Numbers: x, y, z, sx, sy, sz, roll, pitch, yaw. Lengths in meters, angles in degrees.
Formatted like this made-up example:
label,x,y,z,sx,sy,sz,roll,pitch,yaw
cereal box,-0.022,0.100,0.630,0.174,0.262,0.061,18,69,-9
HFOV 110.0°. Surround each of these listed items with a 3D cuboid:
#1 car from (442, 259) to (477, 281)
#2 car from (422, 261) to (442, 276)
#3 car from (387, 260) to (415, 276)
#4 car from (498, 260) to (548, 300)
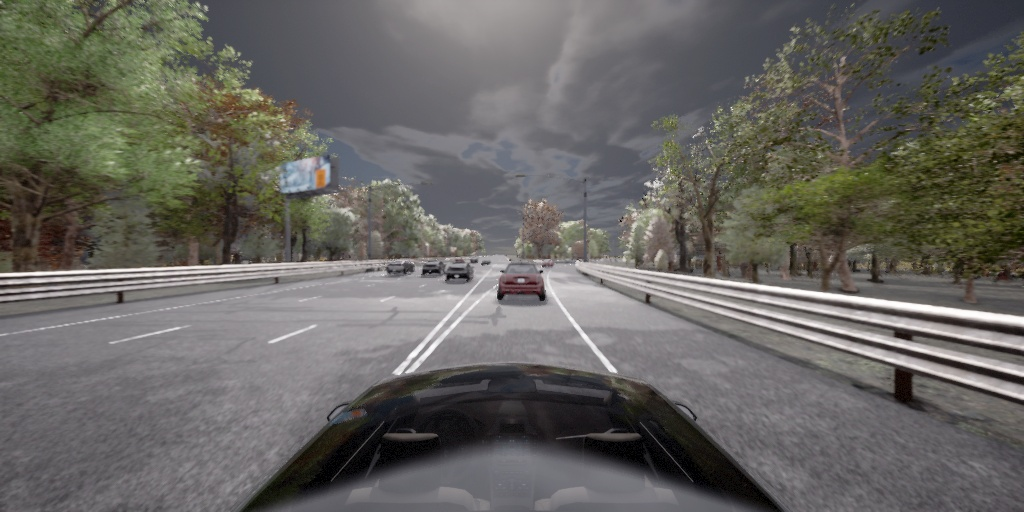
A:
label,x,y,z,sx,sy,sz,roll,pitch,yaw
car,-4.134,1.218,28.938,1.837,1.490,4.892,0,0,-1
car,-7.809,1.196,36.395,1.837,1.490,4.892,0,0,-1
car,-11.320,1.169,36.749,2.128,1.511,4.902,0,0,-1
car,0.503,1.090,17.810,2.097,1.767,4.553,0,0,3
